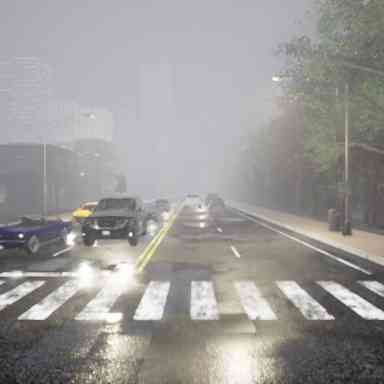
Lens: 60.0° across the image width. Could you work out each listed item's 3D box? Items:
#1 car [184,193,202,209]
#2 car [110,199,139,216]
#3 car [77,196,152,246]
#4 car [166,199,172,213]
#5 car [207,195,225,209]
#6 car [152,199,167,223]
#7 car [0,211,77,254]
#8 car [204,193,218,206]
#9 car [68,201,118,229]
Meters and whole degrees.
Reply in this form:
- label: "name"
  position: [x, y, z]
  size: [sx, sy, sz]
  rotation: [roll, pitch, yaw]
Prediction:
- label: "car"
  position: [0.114, 1.185, 44.609]
  size: [2.150, 2.045, 5.566]
  rotation: [0, 0, 0]
- label: "car"
  position: [-6.581, 1.479, 32.867]
  size: [1.837, 1.490, 4.892]
  rotation: [0, 0, 0]
- label: "car"
  position: [-3.359, 1.210, 15.483]
  size: [2.150, 2.045, 5.566]
  rotation: [0, 0, -1]
- label: "car"
  position: [-3.325, 1.497, 36.316]
  size: [1.812, 1.442, 4.674]
  rotation: [0, 0, 1]
- label: "car"
  position: [3.362, 1.468, 44.693]
  size: [1.837, 1.490, 4.892]
  rotation: [0, 0, 0]
- label: "car"
  position: [-3.344, 1.527, 25.982]
  size: [2.033, 1.411, 5.357]
  rotation: [0, 0, 0]
- label: "car"
  position: [-6.605, 1.591, 13.632]
  size: [1.895, 1.301, 4.718]
  rotation: [0, 0, 0]
- label: "car"
  position: [3.265, 1.175, 55.155]
  size: [2.150, 2.045, 5.566]
  rotation: [0, 0, 0]
- label: "car"
  position: [-6.594, 1.460, 22.763]
  size: [1.882, 1.535, 5.008]
  rotation: [0, 0, 0]
